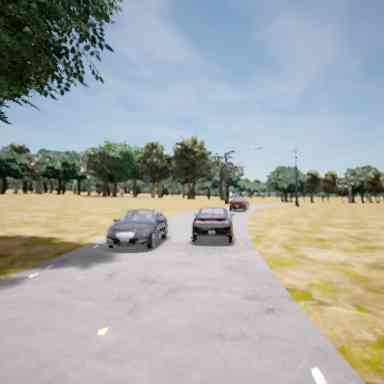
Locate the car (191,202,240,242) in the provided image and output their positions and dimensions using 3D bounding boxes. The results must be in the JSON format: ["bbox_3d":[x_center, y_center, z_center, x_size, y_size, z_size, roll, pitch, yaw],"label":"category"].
[{"bbox_3d":[1.070,1.474,16.395,2.128,1.511,4.902,0,0,6],"label":"car"}]

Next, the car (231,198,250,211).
[{"bbox_3d":[5.748,1.446,39.793,1.882,1.535,5.008,-1,0,16],"label":"car"}]

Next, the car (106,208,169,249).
[{"bbox_3d":[-2.221,1.489,14.555,2.128,1.511,4.902,0,0,6],"label":"car"}]
